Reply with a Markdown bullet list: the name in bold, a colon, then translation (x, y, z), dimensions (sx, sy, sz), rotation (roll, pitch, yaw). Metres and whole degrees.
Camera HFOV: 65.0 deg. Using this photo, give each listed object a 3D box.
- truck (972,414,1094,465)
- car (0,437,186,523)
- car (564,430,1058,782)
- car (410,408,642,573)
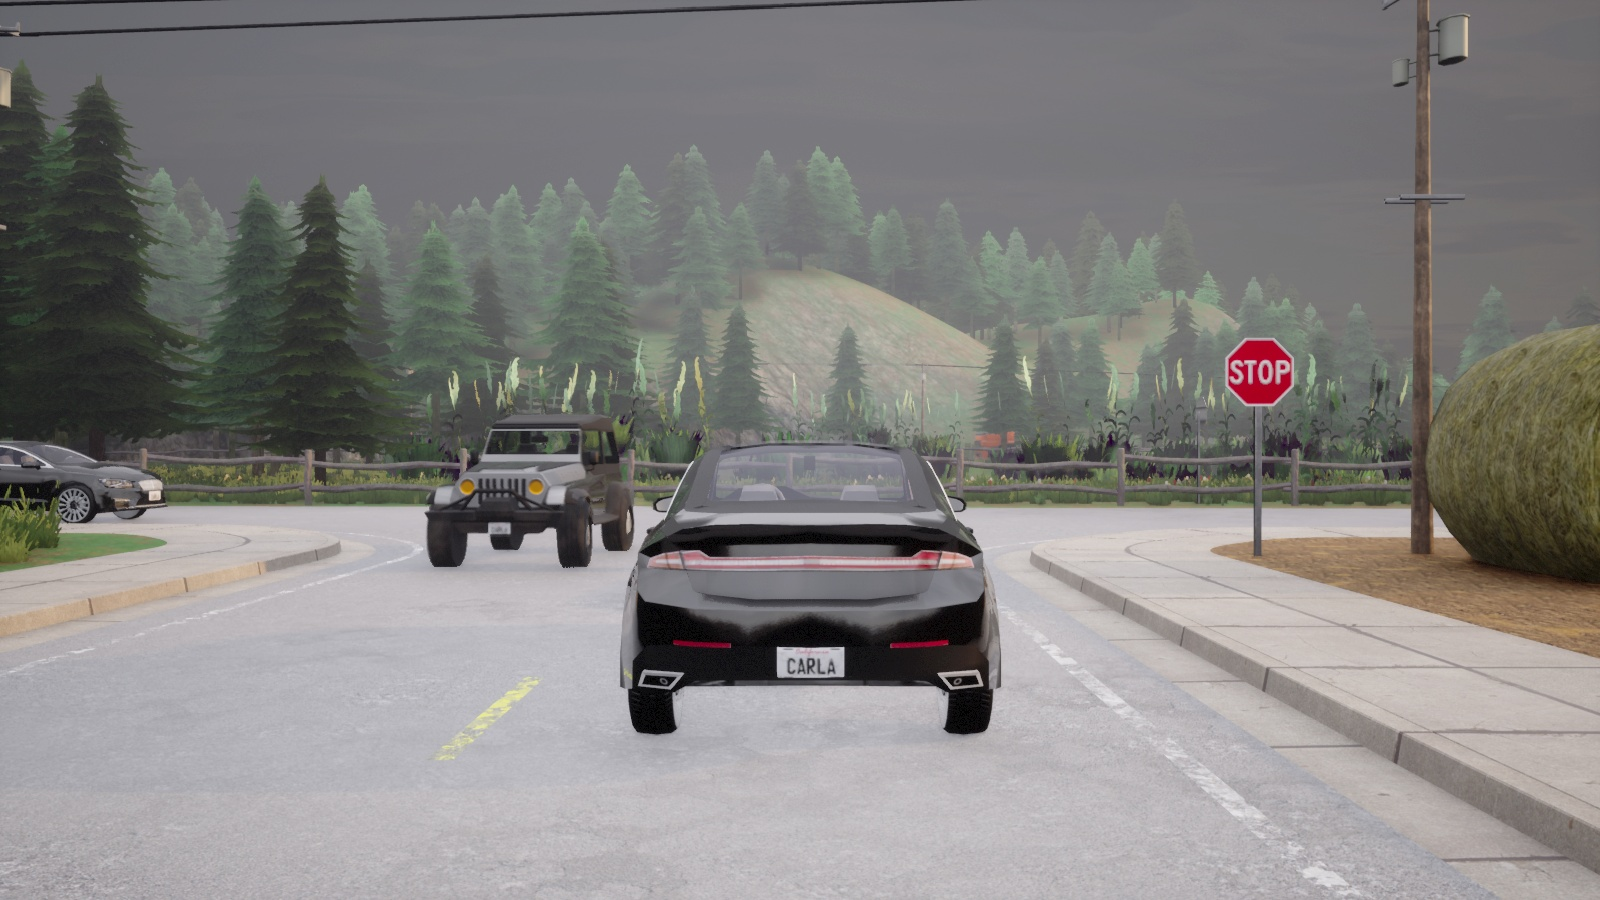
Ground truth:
- **truck**: translation (16.249, -0.718, 87.773), dimensions (7.936, 3.462, 2.891), rotation (0, 0, -4)
- **car**: translation (-14.394, 0.524, 23.385), dimensions (4.902, 1.511, 2.128), rotation (0, 0, 3)
- **car**: translation (0.061, 0.658, 7.862), dimensions (2.128, 1.511, 4.902), rotation (0, 0, 0)
- **car**: translation (-3.368, 0.448, 16.231), dimensions (1.905, 1.878, 3.866), rotation (0, 0, 4)
